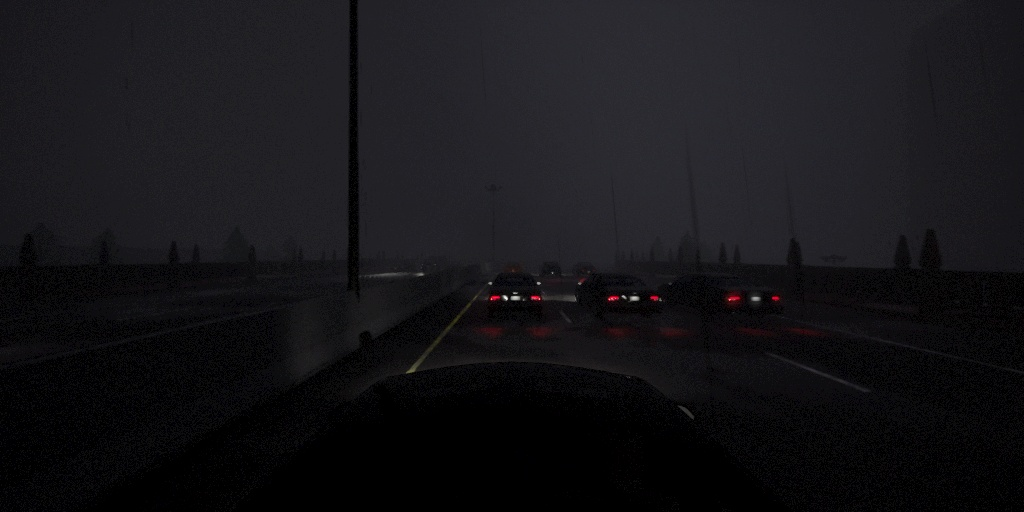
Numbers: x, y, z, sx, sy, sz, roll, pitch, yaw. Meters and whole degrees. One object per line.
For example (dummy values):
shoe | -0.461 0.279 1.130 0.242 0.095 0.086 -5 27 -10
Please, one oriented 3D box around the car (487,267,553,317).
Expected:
car | 0.098 1.297 13.141 2.033 1.411 5.357 0 0 0

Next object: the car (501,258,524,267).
car | 0.188 1.226 36.049 1.882 1.535 5.008 0 0 2

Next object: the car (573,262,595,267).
car | 7.158 1.275 35.483 1.812 1.442 4.674 0 0 1

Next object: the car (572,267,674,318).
car | 3.598 1.297 13.037 2.033 1.411 5.357 0 0 0

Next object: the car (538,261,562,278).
car | 3.639 1.254 34.393 1.837 1.490 4.892 0 0 1

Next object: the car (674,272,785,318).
car | 7.098 1.297 12.948 2.033 1.411 5.357 0 0 0

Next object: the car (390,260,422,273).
car | -13.434 1.240 44.579 2.128 1.511 4.902 0 0 6

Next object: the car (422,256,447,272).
car | -9.801 0.972 45.927 2.150 2.045 5.566 0 0 7

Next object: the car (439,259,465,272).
car | -6.668 1.312 41.566 1.994 1.385 4.181 0 0 4
